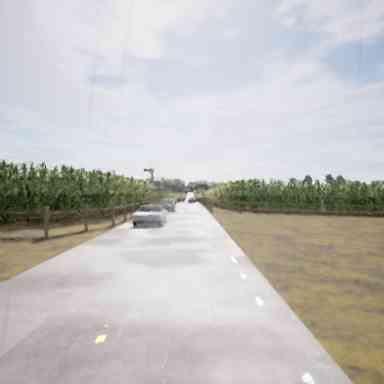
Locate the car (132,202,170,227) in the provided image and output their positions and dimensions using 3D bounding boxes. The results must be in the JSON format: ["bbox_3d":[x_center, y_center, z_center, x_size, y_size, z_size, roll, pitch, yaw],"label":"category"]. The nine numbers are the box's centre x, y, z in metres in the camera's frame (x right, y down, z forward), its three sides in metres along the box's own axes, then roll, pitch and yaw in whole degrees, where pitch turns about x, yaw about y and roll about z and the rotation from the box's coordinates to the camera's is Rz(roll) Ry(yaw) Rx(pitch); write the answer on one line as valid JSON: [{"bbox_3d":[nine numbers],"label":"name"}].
[{"bbox_3d":[-2.795,1.553,22.502,1.895,1.301,4.718,0,0,0],"label":"car"}]

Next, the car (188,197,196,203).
[{"bbox_3d":[-0.090,2.031,78.584,1.895,1.301,4.718,0,-1,0],"label":"car"}]

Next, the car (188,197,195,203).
[{"bbox_3d":[-0.102,2.047,88.562,1.837,1.490,4.892,0,-1,0],"label":"car"}]

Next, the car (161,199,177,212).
[{"bbox_3d":[-2.793,1.541,37.605,1.837,1.490,4.892,0,0,0],"label":"car"}]
